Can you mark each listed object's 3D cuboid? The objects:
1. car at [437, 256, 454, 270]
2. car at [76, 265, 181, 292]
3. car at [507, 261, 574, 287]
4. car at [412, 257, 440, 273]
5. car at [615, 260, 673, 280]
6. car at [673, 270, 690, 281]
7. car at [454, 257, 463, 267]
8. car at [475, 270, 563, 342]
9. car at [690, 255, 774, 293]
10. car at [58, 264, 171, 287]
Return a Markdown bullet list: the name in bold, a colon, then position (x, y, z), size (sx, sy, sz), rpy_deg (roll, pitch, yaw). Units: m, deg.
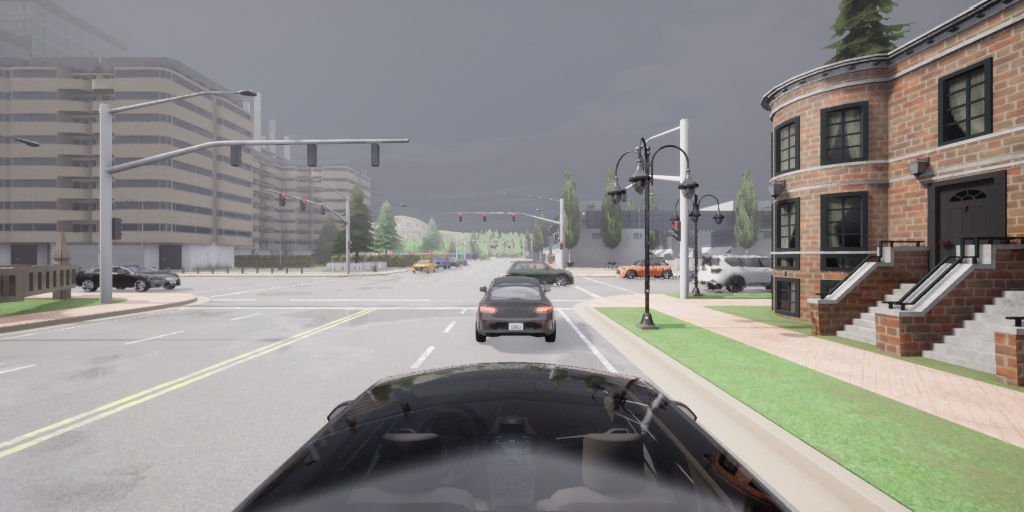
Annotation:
- **car**: position (-10.573, 0.970, 53.764), size (2.150, 2.045, 5.566), rpy_deg (0, 0, 0)
- **car**: position (-21.905, 1.241, 20.578), size (4.902, 1.511, 2.128), rpy_deg (0, 0, 0)
- **car**: position (1.774, 1.102, 23.657), size (4.553, 1.767, 2.097), rpy_deg (0, 0, 1)
- **car**: position (-10.637, 1.227, 43.639), size (1.882, 1.535, 5.008), rpy_deg (0, 0, 2)
- **car**: position (11.326, 1.102, 30.897), size (4.553, 1.767, 2.097), rpy_deg (0, 0, -1)
- **car**: position (15.629, 1.297, 27.404), size (5.357, 1.411, 2.033), rpy_deg (0, 0, -1)
- **car**: position (-10.533, 1.351, 64.156), size (1.895, 1.301, 4.718), rpy_deg (0, 0, 1)
- **car**: position (0.088, 1.276, 9.617), size (1.812, 1.442, 4.674), rpy_deg (0, 0, 0)
- **car**: position (13.455, 0.971, 20.157), size (5.566, 2.045, 2.150), rpy_deg (0, 0, 0)
- **car**: position (-26.524, 1.297, 24.083), size (5.357, 1.411, 2.033), rpy_deg (0, 0, 0)
